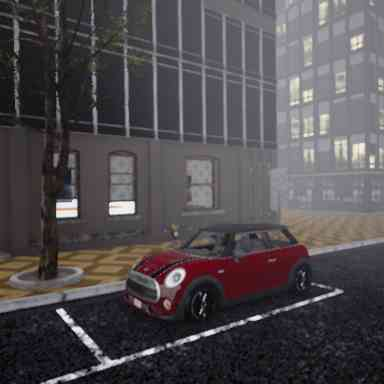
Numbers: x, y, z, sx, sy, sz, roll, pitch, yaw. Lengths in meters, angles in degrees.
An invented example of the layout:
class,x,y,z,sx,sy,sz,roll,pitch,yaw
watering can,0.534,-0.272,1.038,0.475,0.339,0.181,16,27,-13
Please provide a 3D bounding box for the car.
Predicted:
class,x,y,z,sx,sy,sz,roll,pitch,yaw
car,0.654,1.440,7.054,4.097,1.590,1.967,0,-1,-36
